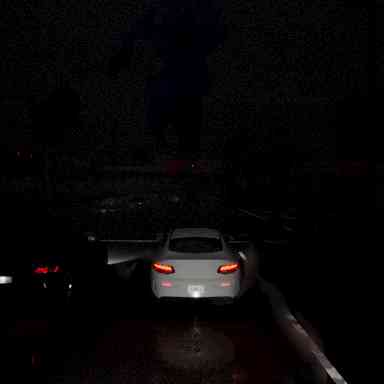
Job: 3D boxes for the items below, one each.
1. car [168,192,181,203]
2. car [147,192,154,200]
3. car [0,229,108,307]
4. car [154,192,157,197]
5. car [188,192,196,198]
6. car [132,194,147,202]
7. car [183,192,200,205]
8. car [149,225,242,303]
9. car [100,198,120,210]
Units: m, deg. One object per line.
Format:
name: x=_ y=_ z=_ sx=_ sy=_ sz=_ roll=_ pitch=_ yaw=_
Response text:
car: x=-3.444 y=1.321 z=61.783 sx=1.812 sy=1.442 sz=4.674 roll=0 pitch=1 yaw=0
car: x=-10.539 y=1.143 z=75.601 sx=1.994 sy=1.385 sz=4.181 roll=0 pitch=1 yaw=0
car: x=-3.423 y=1.564 z=8.043 sx=1.994 sy=1.385 sz=4.181 roll=0 pitch=0 yaw=0
car: x=-10.547 y=0.740 z=91.051 sx=1.882 sy=1.535 sz=5.008 roll=0 pitch=1 yaw=0
car: x=-0.046 y=0.832 z=90.412 sx=2.033 sy=1.411 sz=5.357 roll=0 pitch=1 yaw=0
car: x=-10.569 y=1.353 z=65.492 sx=1.895 sy=1.301 sz=4.718 roll=0 pitch=1 yaw=1
car: x=0.074 y=1.096 z=55.241 sx=2.150 sy=2.045 sz=5.566 roll=0 pitch=1 yaw=0
car: x=0.077 y=1.526 z=8.090 sx=1.812 sy=1.442 sz=4.674 roll=0 pitch=0 yaw=0
car: x=-10.619 y=1.485 z=43.571 sx=1.812 sy=1.442 sz=4.674 roll=0 pitch=0 yaw=0
